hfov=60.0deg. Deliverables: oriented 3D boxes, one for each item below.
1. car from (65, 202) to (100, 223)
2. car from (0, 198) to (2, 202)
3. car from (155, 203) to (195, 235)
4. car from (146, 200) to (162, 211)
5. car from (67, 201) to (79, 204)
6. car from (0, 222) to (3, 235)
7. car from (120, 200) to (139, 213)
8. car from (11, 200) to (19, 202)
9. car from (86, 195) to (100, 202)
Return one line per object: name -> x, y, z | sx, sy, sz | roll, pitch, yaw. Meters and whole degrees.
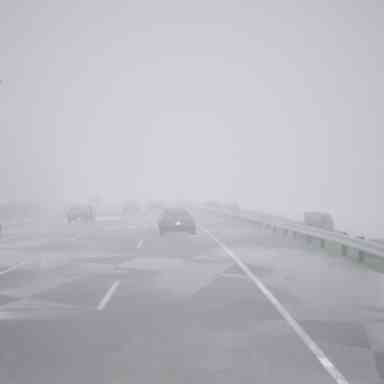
car -> -8.855, 1.746, 27.123 | 1.895, 1.301, 4.718 | -1, 0, -11
car -> -42.756, 1.748, 72.688 | 1.837, 1.490, 4.892 | -1, 0, -28
car -> -0.966, 1.599, 19.360 | 1.994, 1.385, 4.181 | -1, 0, -6
car -> -4.771, 1.712, 42.822 | 1.895, 1.301, 4.718 | -1, 0, -15
car -> -16.667, 1.869, 46.798 | 1.895, 1.301, 4.718 | -1, 0, -17
car -> -11.139, 1.688, 16.317 | 1.812, 1.442, 4.674 | 0, 0, -6
car -> -7.364, 1.687, 39.144 | 2.033, 1.411, 5.357 | -1, 0, -15
car -> -38.811, 1.951, 72.735 | 2.033, 1.411, 5.357 | -1, 0, -28
car -> -18.409, 1.531, 62.006 | 2.150, 2.045, 5.566 | 0, 0, -22
